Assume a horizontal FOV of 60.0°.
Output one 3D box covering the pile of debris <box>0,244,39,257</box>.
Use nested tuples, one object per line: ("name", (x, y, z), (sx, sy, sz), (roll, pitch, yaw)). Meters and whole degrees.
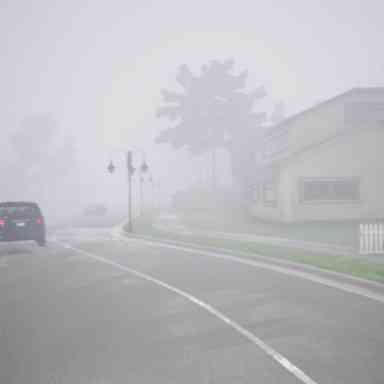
("pile of debris", (-7.344, 2.401, 13.650), (1.500, 0.140, 1.860), (-1, 0, -39))

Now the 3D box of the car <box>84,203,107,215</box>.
("car", (-11.547, 2.031, 39.980), (1.994, 1.385, 4.181), (-1, 0, -3))

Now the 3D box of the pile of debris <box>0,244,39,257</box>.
("pile of debris", (-7.344, 2.401, 13.650), (1.500, 0.140, 1.860), (-1, 0, -39))

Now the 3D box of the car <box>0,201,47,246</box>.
("car", (-8.513, 1.480, 15.952), (2.150, 2.045, 5.566), (-1, 0, -33))
